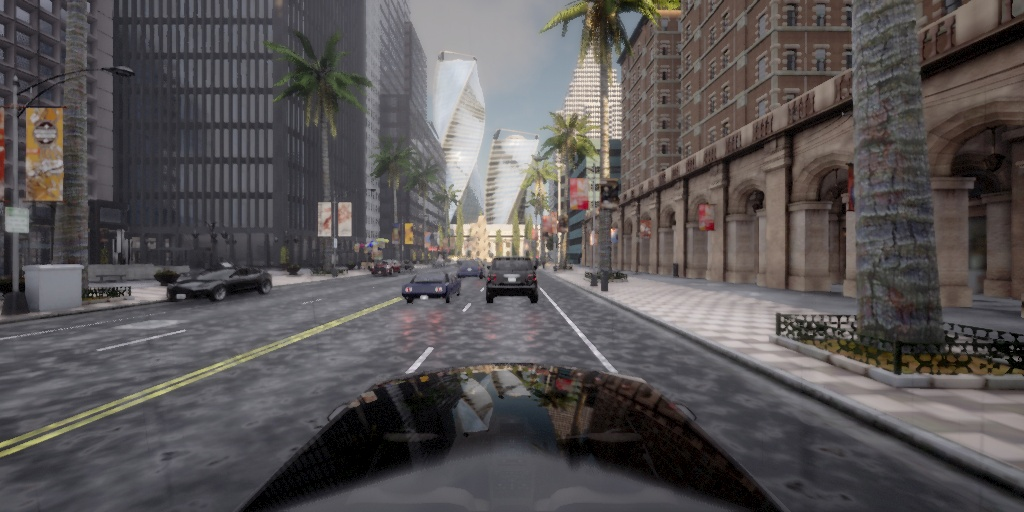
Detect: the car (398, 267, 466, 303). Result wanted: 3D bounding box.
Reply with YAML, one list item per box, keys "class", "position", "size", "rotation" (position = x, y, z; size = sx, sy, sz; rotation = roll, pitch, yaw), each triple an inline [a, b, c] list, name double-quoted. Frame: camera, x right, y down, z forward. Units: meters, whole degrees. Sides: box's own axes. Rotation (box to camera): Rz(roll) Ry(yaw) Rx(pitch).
- class: "car"
  position: [-3.500, 1.366, 16.530]
  size: [1.895, 1.301, 4.718]
  rotation: [0, 0, 0]

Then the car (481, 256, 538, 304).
- class: "car"
  position: [0.000, 1.008, 16.530]
  size: [2.150, 2.045, 5.566]
  rotation: [0, 0, 0]

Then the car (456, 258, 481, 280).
- class: "car"
  position: [-3.467, 1.116, 31.465]
  size: [2.097, 1.767, 4.553]
  rotation: [0, 0, 0]
